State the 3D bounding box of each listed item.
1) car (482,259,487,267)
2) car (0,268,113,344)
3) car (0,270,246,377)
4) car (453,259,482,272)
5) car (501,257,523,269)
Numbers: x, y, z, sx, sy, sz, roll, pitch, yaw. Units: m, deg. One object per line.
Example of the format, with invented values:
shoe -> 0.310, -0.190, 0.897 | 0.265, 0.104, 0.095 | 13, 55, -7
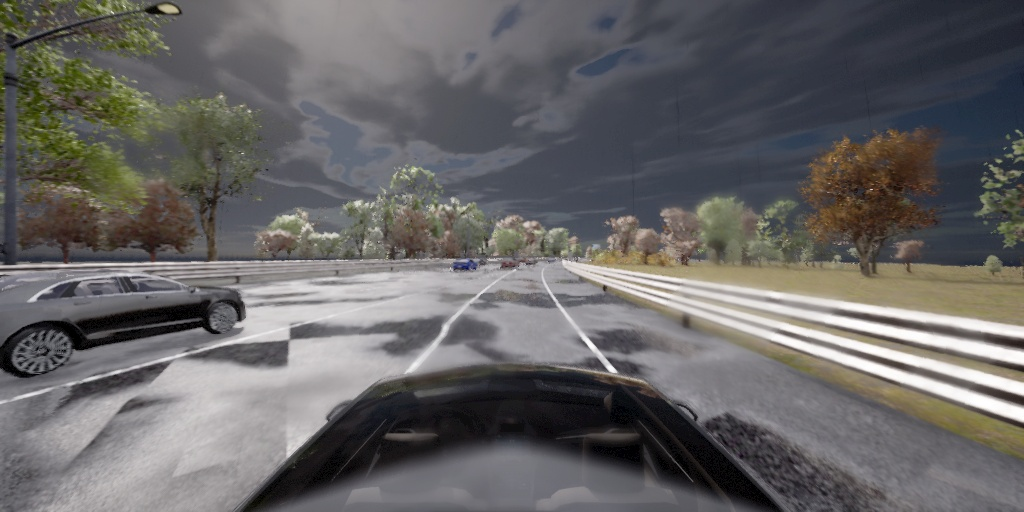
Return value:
car -> -5.766, 1.156, 60.908 | 2.033, 1.411, 5.357 | 0, 0, 11
car -> -11.139, 1.033, 6.721 | 1.812, 1.442, 4.674 | 0, 0, 7
car -> -7.611, 1.012, 6.776 | 2.128, 1.511, 4.902 | 0, 0, 7
car -> -5.546, 1.058, 43.206 | 1.882, 1.535, 5.008 | 0, 0, 10
car -> -0.229, 0.963, 52.753 | 2.097, 1.767, 4.553 | 0, 0, 11
